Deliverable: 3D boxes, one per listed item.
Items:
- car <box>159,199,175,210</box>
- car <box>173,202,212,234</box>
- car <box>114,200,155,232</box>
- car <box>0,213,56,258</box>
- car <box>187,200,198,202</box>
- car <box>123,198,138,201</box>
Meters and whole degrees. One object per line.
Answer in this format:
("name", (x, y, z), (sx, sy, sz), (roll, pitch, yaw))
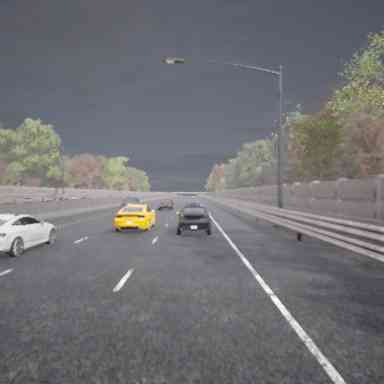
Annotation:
("car", (-3.401, 1.652, 44.878), (2.033, 1.411, 5.357), (0, 0, 0))
("car", (0.101, 1.543, 19.364), (1.837, 1.490, 4.892), (0, 0, 0))
("car", (-3.400, 1.517, 20.468), (1.882, 1.535, 5.008), (0, 0, 0))
("car", (-6.898, 1.547, 12.767), (1.812, 1.442, 4.674), (0, 0, 0))
("car", (0.098, 1.712, 46.757), (1.895, 1.301, 4.718), (0, 0, 0))
("car", (-6.900, 1.437, 38.202), (2.097, 1.767, 4.553), (0, 0, 0))
